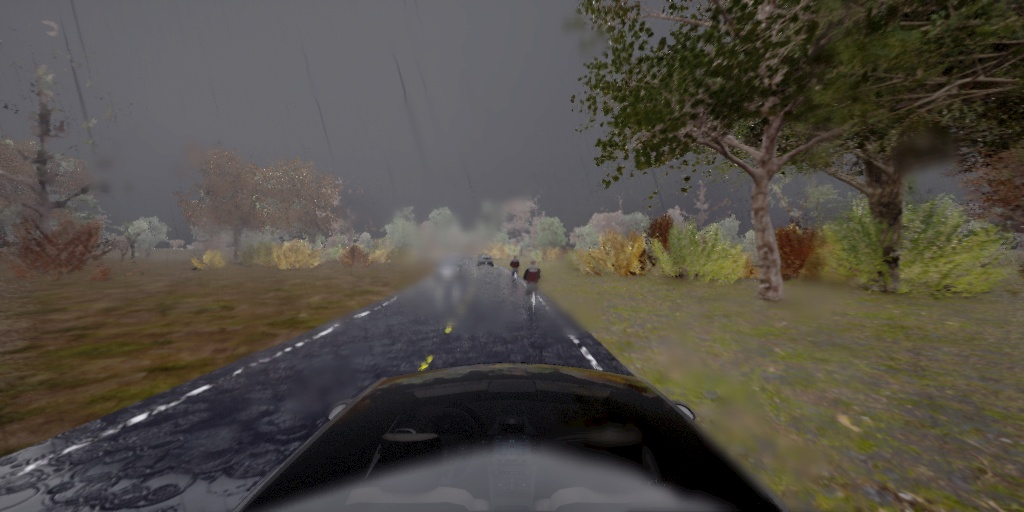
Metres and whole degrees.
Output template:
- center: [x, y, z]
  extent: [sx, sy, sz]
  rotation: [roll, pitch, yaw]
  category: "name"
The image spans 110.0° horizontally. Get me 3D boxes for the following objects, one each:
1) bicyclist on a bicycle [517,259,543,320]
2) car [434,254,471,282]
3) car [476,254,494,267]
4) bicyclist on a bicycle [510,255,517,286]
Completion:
- center: [0.621, 0.962, 10.958]
  extent: [0.659, 1.776, 1.843]
  rotation: [-1, 1, -2]
  category: "bicyclist on a bicycle"
- center: [-4.093, 0.870, 24.147]
  extent: [2.128, 1.511, 4.902]
  rotation: [0, 1, -5]
  category: "car"
- center: [-3.397, 0.526, 45.040]
  extent: [1.837, 1.490, 4.892]
  rotation: [0, 2, -8]
  category: "car"
- center: [0.163, 0.809, 20.017]
  extent: [0.659, 1.776, 1.843]
  rotation: [0, 1, -4]
  category: "bicyclist on a bicycle"
